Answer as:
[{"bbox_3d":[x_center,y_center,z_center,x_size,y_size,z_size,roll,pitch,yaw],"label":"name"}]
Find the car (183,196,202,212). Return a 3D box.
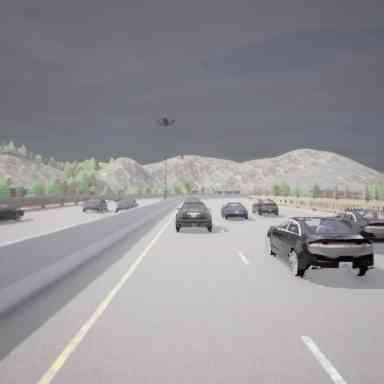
[{"bbox_3d":[0.099,1.353,38.660,2.097,1.767,4.553,0,0,0],"label":"car"}]

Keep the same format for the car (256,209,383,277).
[{"bbox_3d":[3.599,1.492,10.217,2.128,1.511,4.902,0,0,0],"label":"car"}]

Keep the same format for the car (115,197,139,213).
[{"bbox_3d":[-7.091,1.506,36.714,1.837,1.490,4.892,0,0,0],"label":"car"}]

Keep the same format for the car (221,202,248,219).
[{"bbox_3d":[3.599,1.565,28.700,1.994,1.385,4.181,0,0,0],"label":"car"}]

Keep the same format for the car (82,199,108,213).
[{"bbox_3d":[-10.591,1.507,36.713,1.837,1.490,4.892,0,0,0],"label":"car"}]

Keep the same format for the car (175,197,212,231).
[{"bbox_3d":[0.100,1.353,20.687,2.097,1.767,4.553,0,0,0],"label":"car"}]

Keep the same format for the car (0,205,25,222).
[{"bbox_3d":[-14.099,1.602,23.962,1.895,1.301,4.718,0,0,0],"label":"car"}]

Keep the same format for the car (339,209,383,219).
[{"bbox_3d":[7.101,1.492,14.341,2.128,1.511,4.902,0,0,0],"label":"car"}]

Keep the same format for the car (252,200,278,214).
[{"bbox_3d":[7.099,1.492,32.592,2.128,1.511,4.902,0,0,0],"label":"car"}]

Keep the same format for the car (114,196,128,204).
[{"bbox_3d":[-14.002,1.562,65.998,1.895,1.301,4.718,0,0,0],"label":"car"}]
